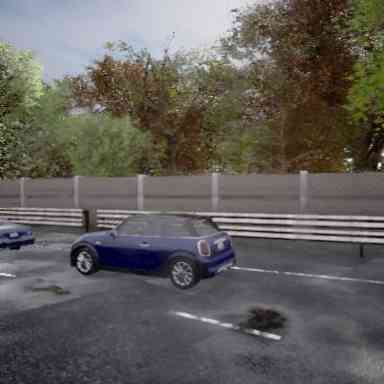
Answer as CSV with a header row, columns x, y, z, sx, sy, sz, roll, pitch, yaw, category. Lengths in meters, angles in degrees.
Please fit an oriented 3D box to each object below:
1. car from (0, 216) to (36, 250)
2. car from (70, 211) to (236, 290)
x,y,z,sx,sy,sz,roll,pitch,yaw,category
-8.589,1.599,13.111,5.357,1.411,2.033,0,0,28,car
-1.188,1.352,9.200,4.553,1.767,2.097,0,0,27,car
